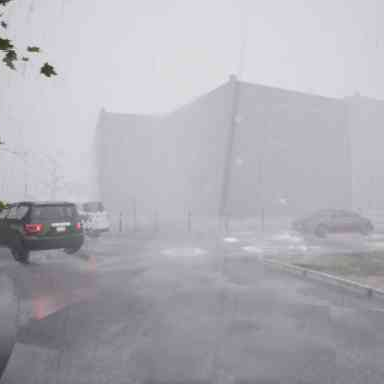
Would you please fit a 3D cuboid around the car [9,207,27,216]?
[{"bbox_3d":[-28.285,3.092,54.200,1.994,1.385,4.181,0,-2,-18],"label":"car"}]

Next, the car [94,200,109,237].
[{"bbox_3d":[-7.087,1.450,17.721,5.566,2.045,2.150,-1,-1,21],"label":"car"}]

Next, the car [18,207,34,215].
[{"bbox_3d":[-30.662,3.409,61.443,1.994,1.385,4.181,0,-2,-18],"label":"car"}]

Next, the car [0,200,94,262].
[{"bbox_3d":[-6.384,1.400,13.240,5.566,2.045,2.150,-1,-2,45],"label":"car"}]

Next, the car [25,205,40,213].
[{"bbox_3d":[-33.351,3.594,69.636,2.128,1.511,4.902,0,-2,-18],"label":"car"}]

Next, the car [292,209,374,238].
[{"bbox_3d":[7.577,1.624,18.015,4.181,1.385,1.994,-1,0,-14],"label":"car"}]

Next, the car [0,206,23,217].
[{"bbox_3d":[-26.691,2.858,49.344,2.033,1.411,5.357,0,-2,-18],"label":"car"}]
